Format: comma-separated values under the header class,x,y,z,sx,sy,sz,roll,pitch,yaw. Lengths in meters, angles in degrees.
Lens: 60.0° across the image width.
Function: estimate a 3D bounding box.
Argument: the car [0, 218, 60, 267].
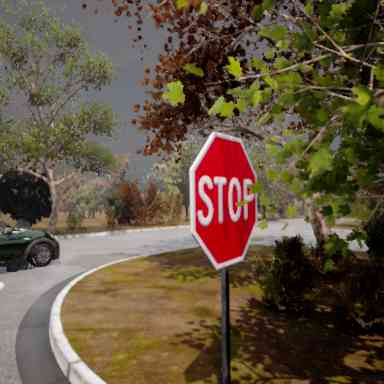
class,x,y,z,sx,sy,sz,roll,pitch,yaw
car,-6.246,1.415,9.678,2.097,1.767,4.553,-1,-2,36
